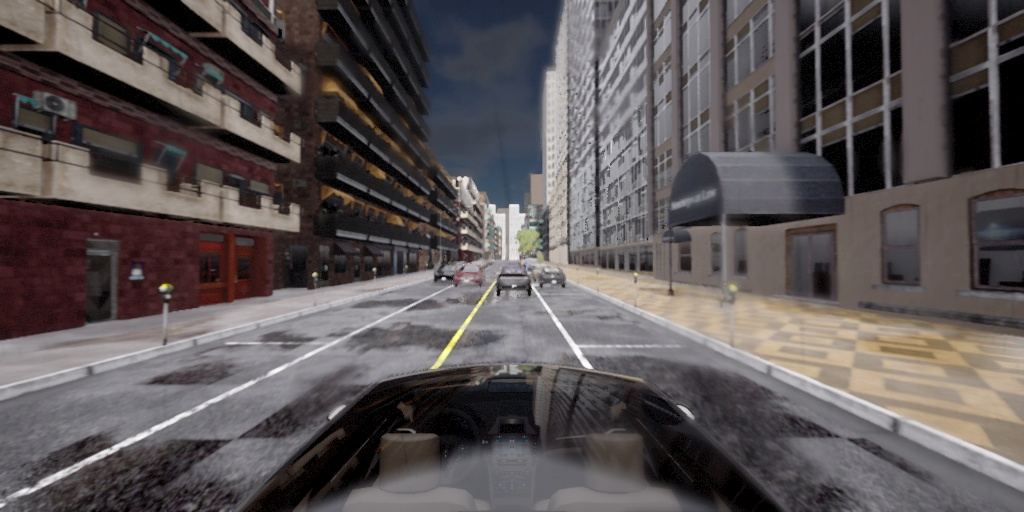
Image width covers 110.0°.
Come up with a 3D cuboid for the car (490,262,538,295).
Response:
[{"bbox_3d":[0.098,1.287,20.016,2.128,1.511,4.902,0,0,0],"label":"car"}]

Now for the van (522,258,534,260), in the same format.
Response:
[{"bbox_3d":[2.575,1.200,46.814,1.690,1.789,3.998,0,0,0],"label":"van"}]

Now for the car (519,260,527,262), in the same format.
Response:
[{"bbox_3d":[0.090,1.377,34.907,2.033,1.411,5.357,0,0,0],"label":"car"}]

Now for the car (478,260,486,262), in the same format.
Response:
[{"bbox_3d":[-5.305,1.456,52.625,1.802,1.307,4.207,0,0,0],"label":"car"}]

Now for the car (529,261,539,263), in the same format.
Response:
[{"bbox_3d":[2.572,1.343,30.027,1.751,1.417,4.829,0,0,0],"label":"car"}]

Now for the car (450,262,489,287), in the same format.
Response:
[{"bbox_3d":[-2.854,1.332,24.937,1.812,1.442,4.674,0,0,0],"label":"car"}]

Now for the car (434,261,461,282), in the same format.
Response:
[{"bbox_3d":[-5.309,1.384,30.039,1.948,1.339,4.313,0,0,0],"label":"car"}]

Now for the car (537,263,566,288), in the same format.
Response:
[{"bbox_3d":[2.571,1.355,24.204,2.007,1.370,4.403,0,0,0],"label":"car"}]

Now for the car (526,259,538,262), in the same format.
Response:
[{"bbox_3d":[2.574,1.396,41.161,2.007,1.370,4.403,0,0,0],"label":"car"}]

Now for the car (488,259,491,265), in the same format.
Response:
[{"bbox_3d":[-5.302,1.343,63.918,1.967,1.591,4.097,0,0,0],"label":"car"}]

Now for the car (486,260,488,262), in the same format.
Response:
[{"bbox_3d":[-5.304,1.414,58.101,1.751,1.417,4.829,0,0,0],"label":"car"}]
